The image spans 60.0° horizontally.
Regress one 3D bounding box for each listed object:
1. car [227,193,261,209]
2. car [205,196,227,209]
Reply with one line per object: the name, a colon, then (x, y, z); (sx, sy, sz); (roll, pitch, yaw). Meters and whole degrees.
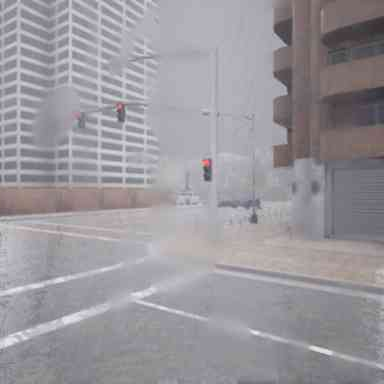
car: (7.254, 1.194, 44.210); (2.150, 2.045, 5.566); (0, 0, 36)
car: (3.731, 1.317, 45.309); (2.097, 1.767, 4.553); (0, 0, 36)
